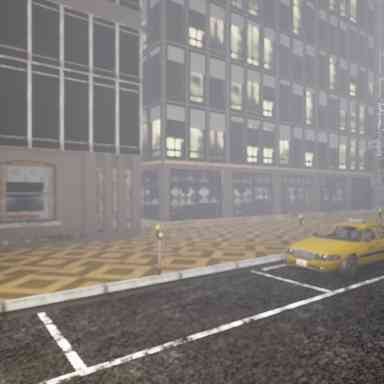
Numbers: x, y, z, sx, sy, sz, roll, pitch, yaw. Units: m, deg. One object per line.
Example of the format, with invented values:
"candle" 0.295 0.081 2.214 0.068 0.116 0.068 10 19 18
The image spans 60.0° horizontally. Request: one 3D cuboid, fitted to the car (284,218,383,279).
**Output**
"car" 4.790 1.490 9.978 4.829 1.417 1.752 0 0 -36
